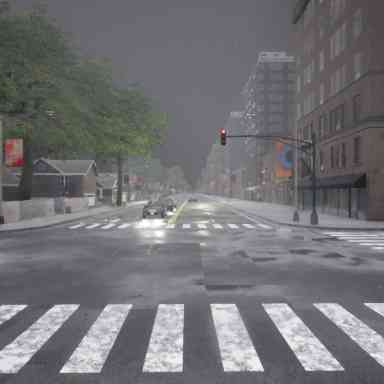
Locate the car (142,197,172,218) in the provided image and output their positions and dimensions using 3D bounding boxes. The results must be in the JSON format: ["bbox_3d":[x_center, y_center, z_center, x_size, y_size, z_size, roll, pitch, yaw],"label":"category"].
[{"bbox_3d":[-3.294,1.504,30.130,2.128,1.511,4.902,0,0,0],"label":"car"}]

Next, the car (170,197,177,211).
[{"bbox_3d":[-3.275,1.372,39.865,2.097,1.767,4.553,0,0,0],"label":"car"}]

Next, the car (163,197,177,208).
[{"bbox_3d":[-3.251,1.554,49.822,1.812,1.442,4.674,0,0,0],"label":"car"}]

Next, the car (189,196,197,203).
[{"bbox_3d":[0.215,1.546,70.259,2.128,1.511,4.902,0,0,0],"label":"car"}]
